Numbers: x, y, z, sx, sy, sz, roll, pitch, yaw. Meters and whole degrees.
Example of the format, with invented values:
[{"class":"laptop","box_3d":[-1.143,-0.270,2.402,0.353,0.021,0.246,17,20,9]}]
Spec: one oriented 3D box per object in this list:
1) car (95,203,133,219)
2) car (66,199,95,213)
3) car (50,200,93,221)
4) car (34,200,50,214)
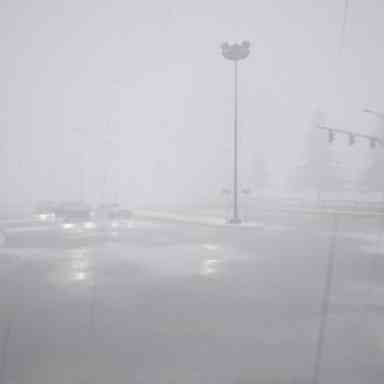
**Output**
[{"class":"car","box_3d":[-6.914,1.611,29.243,1.895,1.301,4.718,0,0,-35]},{"class":"car","box_3d":[-12.638,1.574,37.506,1.994,1.385,4.181,0,0,-35]},{"class":"car","box_3d":[-9.922,1.485,27.442,1.882,1.535,5.008,0,0,-35]},{"class":"car","box_3d":[-15.510,1.571,35.507,1.994,1.385,4.181,0,0,-34]}]
